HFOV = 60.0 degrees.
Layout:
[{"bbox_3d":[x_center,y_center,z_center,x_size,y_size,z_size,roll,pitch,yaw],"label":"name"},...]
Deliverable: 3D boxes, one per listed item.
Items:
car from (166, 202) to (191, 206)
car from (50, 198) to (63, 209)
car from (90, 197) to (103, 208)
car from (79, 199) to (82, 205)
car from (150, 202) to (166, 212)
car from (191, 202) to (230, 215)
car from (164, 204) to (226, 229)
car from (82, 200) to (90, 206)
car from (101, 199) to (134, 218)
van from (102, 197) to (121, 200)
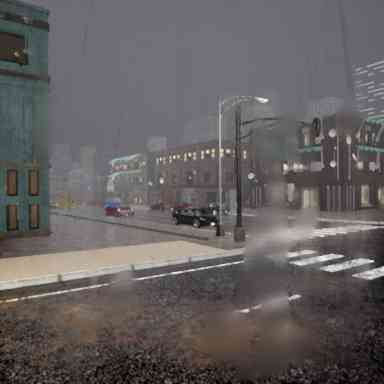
[{"bbox_3d":[-0.945,1.902,40.377,1.802,1.307,4.206,-2,0,-35],"label":"car"},{"bbox_3d":[-23.677,2.232,57.983,1.752,1.417,4.829,-1,0,-35],"label":"car"},{"bbox_3d":[-16.942,1.938,62.965,2.192,1.841,5.009,-1,0,-35],"label":"car"},{"bbox_3d":[-26.530,2.363,76.519,1.947,1.339,4.313,-1,0,-35],"label":"car"},{"bbox_3d":[-4.142,1.964,44.894,1.802,1.307,4.206,-2,0,-35],"label":"car"},{"bbox_3d":[2.252,1.808,35.859,2.008,1.369,4.403,-2,0,-35],"label":"car"},{"bbox_3d":[0.134,1.814,24.137,1.947,1.339,4.313,-2,0,-35],"label":"car"},{"bbox_3d":[-20.134,2.226,67.483,1.887,1.381,4.507,-1,0,-35],"label":"car"},{"bbox_3d":[-7.787,1.845,35.533,1.967,1.590,4.097,-1,0,-35],"label":"car"},{"bbox_3d":[-13.743,1.905,58.447,1.690,1.788,3.998,-1,0,-35],"label":"van"}]
